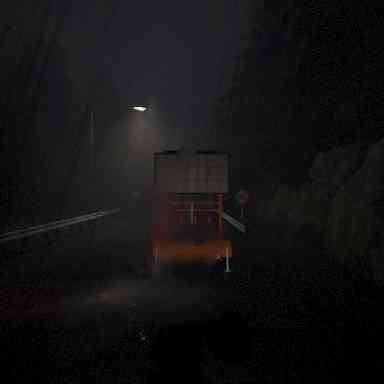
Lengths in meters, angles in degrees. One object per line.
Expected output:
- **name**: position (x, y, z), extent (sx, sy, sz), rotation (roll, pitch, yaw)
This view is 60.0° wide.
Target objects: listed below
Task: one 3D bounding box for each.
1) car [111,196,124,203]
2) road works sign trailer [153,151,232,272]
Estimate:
- **car**: position (-15.931, 1.515, 65.807), extent (4.902, 1.511, 2.128), rotation (0, 0, 1)
- **road works sign trailer**: position (0.004, 0.468, 10.799), extent (2.380, 3.560, 2.880), rotation (0, 0, 0)
